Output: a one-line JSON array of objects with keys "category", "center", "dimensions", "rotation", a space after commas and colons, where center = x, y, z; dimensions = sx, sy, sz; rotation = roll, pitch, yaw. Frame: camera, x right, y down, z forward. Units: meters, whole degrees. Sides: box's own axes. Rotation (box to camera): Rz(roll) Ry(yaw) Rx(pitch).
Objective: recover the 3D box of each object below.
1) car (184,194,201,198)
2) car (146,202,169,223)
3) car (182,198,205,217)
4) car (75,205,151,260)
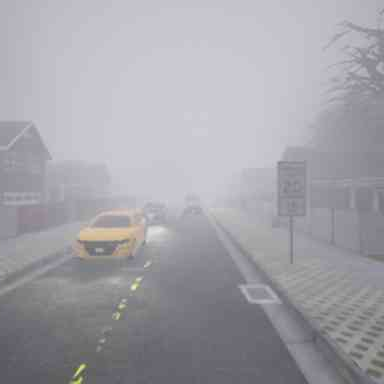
[{"category": "car", "center": [0.093, 1.290, 46.843], "dimensions": [2.150, 2.045, 5.566], "rotation": [0, 0, 0]}, {"category": "car", "center": [-2.833, 1.505, 25.650], "dimensions": [2.128, 1.511, 4.902], "rotation": [0, 0, 0]}, {"category": "car", "center": [0.094, 1.551, 31.258], "dimensions": [1.812, 1.442, 4.674], "rotation": [0, -1, 0]}, {"category": "car", "center": [-2.860, 1.481, 12.637], "dimensions": [1.882, 1.535, 5.008], "rotation": [0, 0, -1]}]
